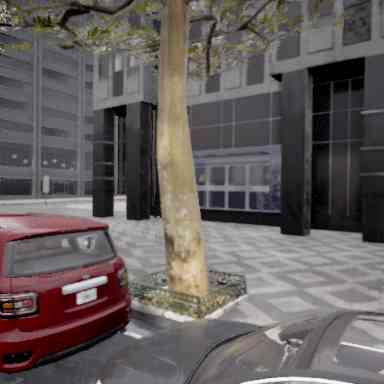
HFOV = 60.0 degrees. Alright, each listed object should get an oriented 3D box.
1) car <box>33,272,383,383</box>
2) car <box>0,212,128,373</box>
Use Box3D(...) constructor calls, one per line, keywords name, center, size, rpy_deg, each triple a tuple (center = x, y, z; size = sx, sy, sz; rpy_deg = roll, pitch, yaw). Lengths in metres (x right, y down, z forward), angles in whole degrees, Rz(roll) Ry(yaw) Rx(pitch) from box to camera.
Box3D(name="car", center=(1.149, 1.548, 2.141), size=(4.403, 1.369, 2.008), rpy_deg=(1, 1, 35))
Box3D(name="car", center=(-3.155, 1.250, 5.210), size=(5.009, 1.841, 2.192), rpy_deg=(1, 1, 35))
